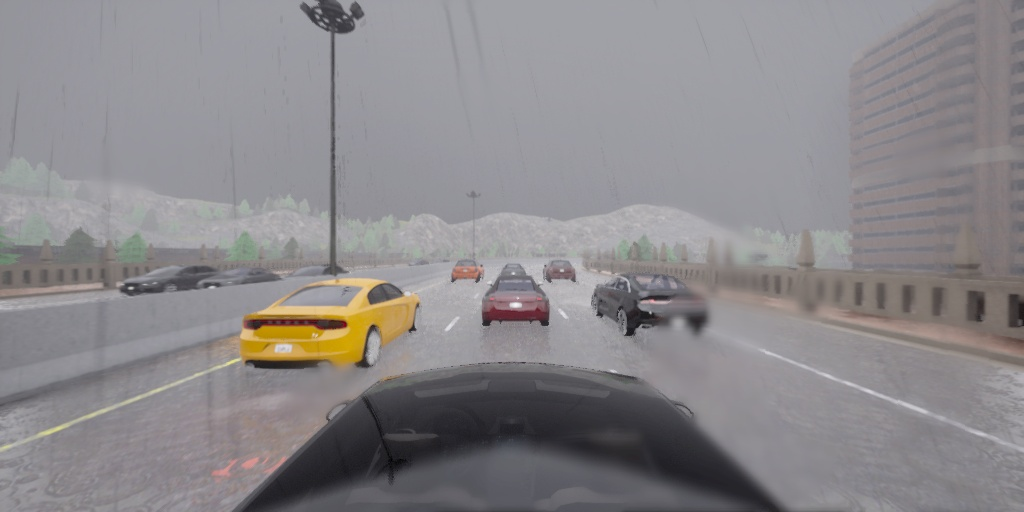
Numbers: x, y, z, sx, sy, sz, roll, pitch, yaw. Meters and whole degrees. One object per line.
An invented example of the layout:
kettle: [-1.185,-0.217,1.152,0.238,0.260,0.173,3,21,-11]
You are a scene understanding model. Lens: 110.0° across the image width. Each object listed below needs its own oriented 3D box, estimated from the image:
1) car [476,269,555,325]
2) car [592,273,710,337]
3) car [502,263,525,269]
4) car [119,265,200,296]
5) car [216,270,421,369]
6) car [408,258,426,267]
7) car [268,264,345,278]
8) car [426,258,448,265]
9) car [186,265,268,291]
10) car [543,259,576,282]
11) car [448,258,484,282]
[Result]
car: [0.105,1.297,11.745,1.994,1.385,4.181,0,0,0]
car: [3.604,1.226,10.163,2.128,1.511,4.902,0,0,0]
car: [0.114,1.267,29.074,1.994,1.385,4.181,0,0,0]
car: [-17.590,1.226,18.971,1.837,1.490,4.892,0,0,0]
car: [-3.397,1.217,7.808,1.882,1.535,5.008,0,0,0]
car: [-15.617,1.142,60.004,2.128,1.511,4.902,0,0,11]
car: [-10.590,1.224,19.567,1.837,1.490,4.892,0,0,0]
car: [-12.031,1.141,60.142,2.128,1.511,4.902,0,0,11]
car: [-14.090,1.285,18.823,1.994,1.385,4.181,0,0,0]
car: [3.611,1.056,28.061,2.097,1.767,4.553,0,0,0]
car: [-3.388,1.056,28.167,2.097,1.767,4.553,0,0,0]
